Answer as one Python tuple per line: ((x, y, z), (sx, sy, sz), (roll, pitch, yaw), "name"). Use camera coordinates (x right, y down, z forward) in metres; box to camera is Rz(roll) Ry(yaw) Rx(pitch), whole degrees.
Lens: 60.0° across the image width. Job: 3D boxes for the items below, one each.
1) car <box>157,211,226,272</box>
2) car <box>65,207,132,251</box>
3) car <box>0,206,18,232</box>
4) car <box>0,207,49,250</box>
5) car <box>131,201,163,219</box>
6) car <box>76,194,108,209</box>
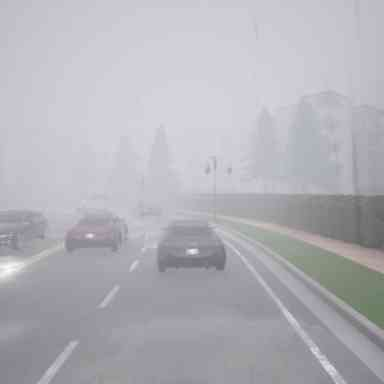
((-0.115, 1.550, 10.856), (1.994, 1.385, 4.181), (0, 0, -4), "car")
((-3.855, 1.547, 13.997), (1.994, 1.385, 4.181), (0, 0, -5), "car")
((-12.027, 1.578, 19.865), (1.895, 1.301, 4.718), (0, 0, -16), "car")
((-7.574, 1.489, 14.098), (1.837, 1.490, 4.892), (1, 0, -6), "car")
((-4.076, 1.512, 29.328), (2.033, 1.411, 5.357), (0, 0, -23), "car")
((-10.050, 1.182, 33.394), (2.150, 2.045, 5.566), (0, 0, -30), "car")
